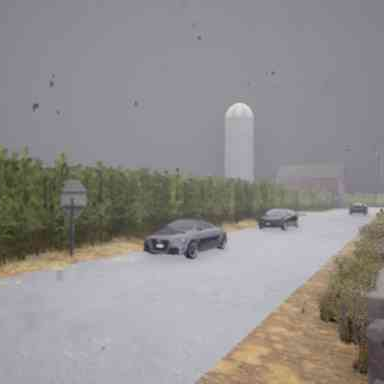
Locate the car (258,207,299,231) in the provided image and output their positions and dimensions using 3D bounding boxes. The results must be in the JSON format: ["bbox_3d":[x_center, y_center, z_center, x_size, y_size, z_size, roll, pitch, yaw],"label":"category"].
[{"bbox_3d":[6.432,1.917,24.514,1.882,1.535,5.008,0,-1,32],"label":"car"}]

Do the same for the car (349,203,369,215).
[{"bbox_3d":[21.263,2.136,42.489,1.837,1.490,4.892,0,0,32],"label":"car"}]

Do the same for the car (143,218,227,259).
[{"bbox_3d":[-0.164,1.805,13.795,1.994,1.385,4.181,0,-1,31],"label":"car"}]
